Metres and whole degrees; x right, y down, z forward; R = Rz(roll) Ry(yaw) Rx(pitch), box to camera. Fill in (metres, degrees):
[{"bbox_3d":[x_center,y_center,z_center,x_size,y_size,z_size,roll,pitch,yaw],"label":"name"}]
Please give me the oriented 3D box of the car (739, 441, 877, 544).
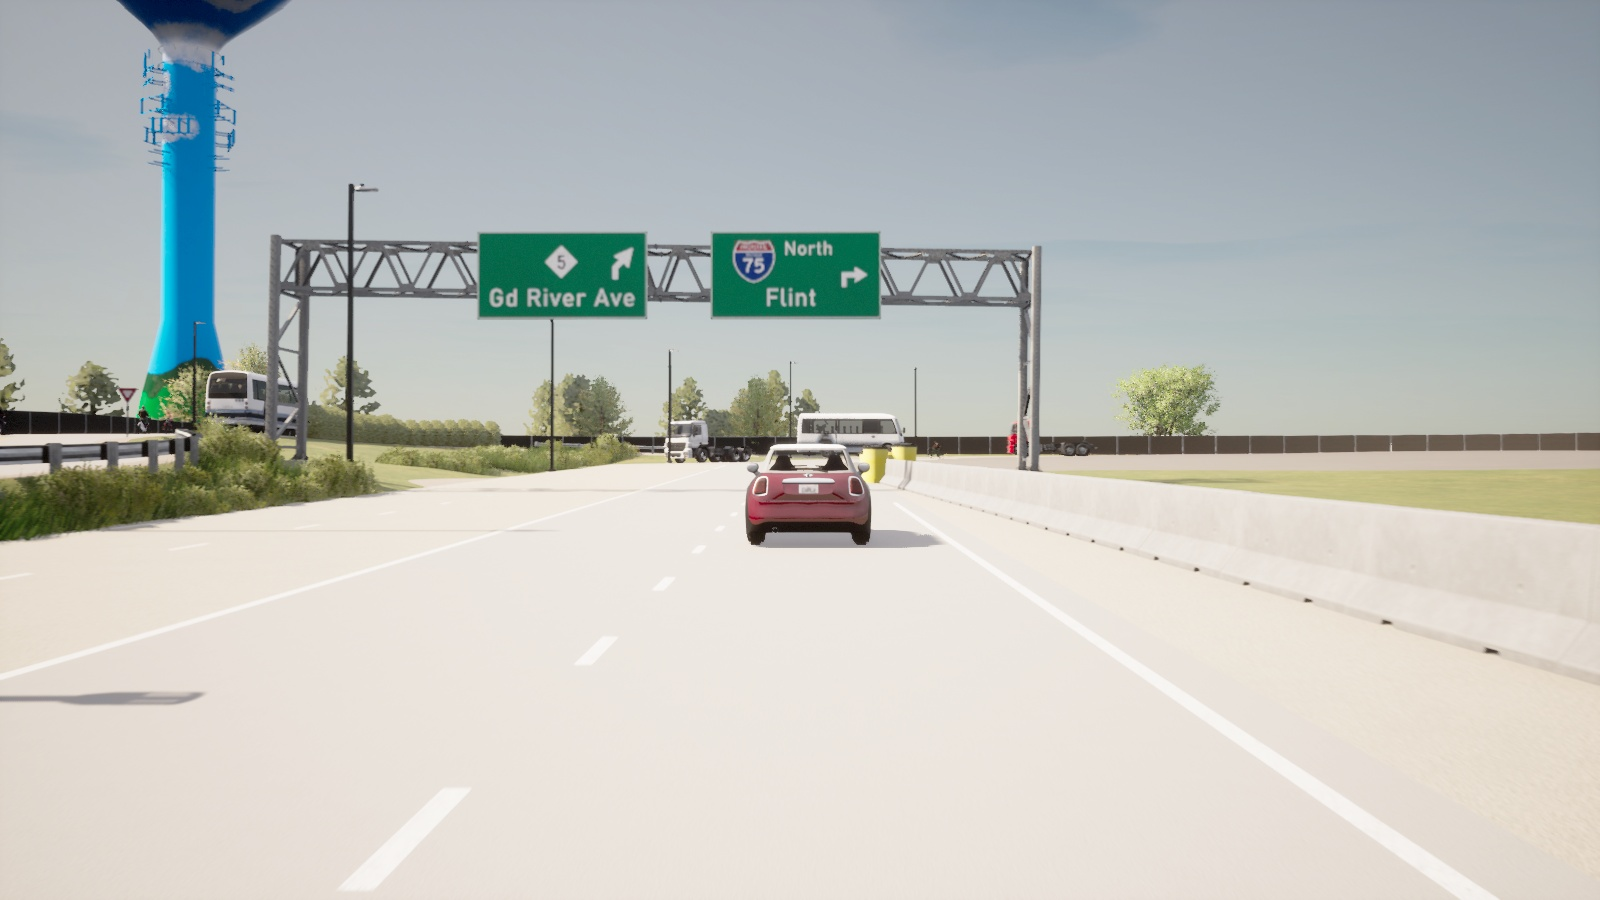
[{"bbox_3d":[0.129,0.599,19.842,1.970,1.475,3.806,0,0,0],"label":"car"}]
